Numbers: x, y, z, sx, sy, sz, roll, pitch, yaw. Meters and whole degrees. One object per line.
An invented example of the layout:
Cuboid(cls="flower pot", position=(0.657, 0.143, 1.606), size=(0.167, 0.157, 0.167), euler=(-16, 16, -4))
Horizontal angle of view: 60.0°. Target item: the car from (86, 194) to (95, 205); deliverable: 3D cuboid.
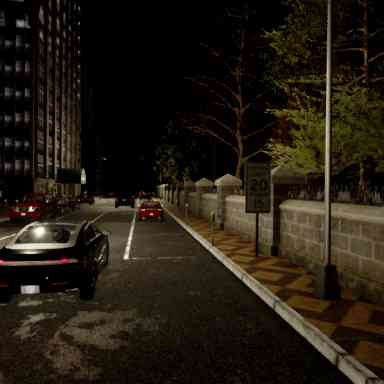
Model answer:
Cuboid(cls="car", position=(-14.125, 0.988, 44.668), size=(1.752, 1.417, 4.829), euler=(0, 1, -9))

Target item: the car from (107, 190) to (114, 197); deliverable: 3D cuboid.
Cuboid(cls="car", position=(-20.035, 0.329, 83.074), size=(2.192, 1.841, 5.009), euler=(0, 1, -9))

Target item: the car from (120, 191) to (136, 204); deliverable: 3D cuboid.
Cuboid(cls="car", position=(-9.350, 0.818, 48.601), size=(2.097, 1.767, 4.553), euler=(0, 1, -9))

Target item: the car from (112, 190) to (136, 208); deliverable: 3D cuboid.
Cuboid(cls="car", position=(-7.802, 0.930, 38.908), size=(2.097, 1.767, 4.553), euler=(0, 1, -8))

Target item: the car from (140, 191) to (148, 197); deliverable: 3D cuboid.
Cuboid(cls="car", position=(-12.248, 0.513, 84.275), size=(1.967, 1.590, 4.097), euler=(0, 1, -9))

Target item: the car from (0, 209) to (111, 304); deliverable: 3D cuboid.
Cuboid(cls="car", position=(-3.104, 1.410, 8.025), size=(2.128, 1.511, 4.902), euler=(0, 1, -9))

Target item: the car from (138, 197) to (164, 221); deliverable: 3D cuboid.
Cuboid(cls="car", position=(-2.999, 1.310, 24.186), size=(1.887, 1.381, 4.507), euler=(0, 1, -9))

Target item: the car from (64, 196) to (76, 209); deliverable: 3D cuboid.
Cuboid(cls="car", position=(-11.628, 1.197, 28.449), size=(2.008, 1.369, 4.403), euler=(0, 1, -9))

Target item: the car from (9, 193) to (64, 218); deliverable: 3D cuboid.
Cuboid(cls="car", position=(-10.785, 1.022, 22.984), size=(2.192, 1.841, 5.009), euler=(0, 1, -9))

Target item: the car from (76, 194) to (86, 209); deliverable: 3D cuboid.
Cuboid(cls="car", position=(-12.469, 1.136, 33.912), size=(2.008, 1.369, 4.403), euler=(0, 1, -9))

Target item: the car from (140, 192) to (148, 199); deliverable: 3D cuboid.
Cuboid(cls="car", position=(-10.593, 0.726, 73.518), size=(1.752, 1.417, 4.829), euler=(0, 1, -9))

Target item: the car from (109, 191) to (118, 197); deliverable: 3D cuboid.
Cuboid(cls="car", position=(-20.878, 0.514, 88.540), size=(1.947, 1.339, 4.313), euler=(0, 1, -9))

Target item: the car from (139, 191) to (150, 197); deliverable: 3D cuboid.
Cuboid(cls="car", position=(-8.883, 0.645, 62.422), size=(2.192, 1.841, 5.009), euler=(0, 1, -9))
